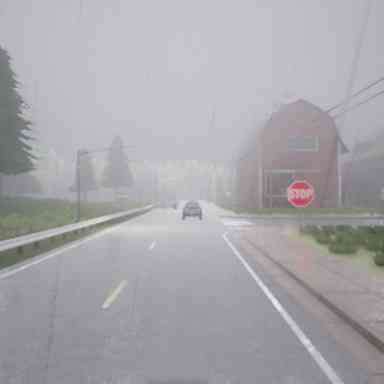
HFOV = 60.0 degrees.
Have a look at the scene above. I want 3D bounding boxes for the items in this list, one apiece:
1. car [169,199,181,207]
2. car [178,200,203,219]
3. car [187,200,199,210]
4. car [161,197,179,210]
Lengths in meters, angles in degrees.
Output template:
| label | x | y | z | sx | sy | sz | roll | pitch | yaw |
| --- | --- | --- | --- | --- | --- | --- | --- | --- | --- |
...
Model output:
| label | x | y | z | sx | sy | sz | roll | pitch | yaw |
| --- | --- | --- | --- | --- | --- | --- | --- | --- | --- |
| car | -3.505 | 2.191 | 68.035 | 2.128 | 1.511 | 4.902 | 0 | -1 | 0 |
| car | 0.052 | 1.815 | 32.540 | 2.128 | 1.511 | 4.902 | 0 | 0 | 1 |
| car | 0.090 | 2.032 | 53.225 | 1.837 | 1.490 | 4.892 | 0 | -1 | 0 |
| car | -3.564 | 1.742 | 52.306 | 2.150 | 2.045 | 5.566 | 0 | -1 | 0 |
